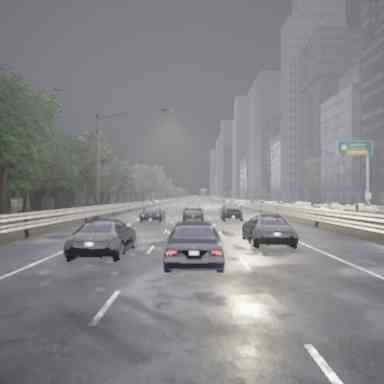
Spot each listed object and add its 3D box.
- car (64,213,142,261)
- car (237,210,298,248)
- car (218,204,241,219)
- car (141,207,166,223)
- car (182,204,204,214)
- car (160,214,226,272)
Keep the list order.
[{"bbox_3d":[-3.418,1.734,13.102,1.994,1.385,4.181,0,-1,0],"label":"car"},{"bbox_3d":[3.593,1.772,15.965,1.994,1.385,4.181,0,-1,0],"label":"car"},{"bbox_3d":[3.602,1.916,31.207,1.837,1.490,4.892,0,-1,0],"label":"car"},{"bbox_3d":[-3.404,1.989,29.539,1.895,1.301,4.718,0,-1,0],"label":"car"},{"bbox_3d":[0.102,1.900,31.061,2.128,1.511,4.902,0,-1,0],"label":"car"},{"bbox_3d":[0.069,1.694,11.283,2.033,1.411,5.357,0,-1,0],"label":"car"}]
